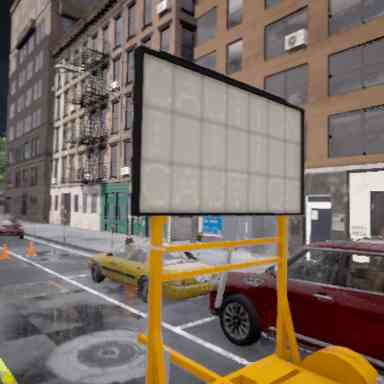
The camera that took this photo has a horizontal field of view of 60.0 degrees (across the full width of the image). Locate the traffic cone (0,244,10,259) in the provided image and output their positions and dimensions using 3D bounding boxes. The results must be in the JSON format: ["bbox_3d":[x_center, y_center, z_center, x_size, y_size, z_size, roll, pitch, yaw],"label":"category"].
[{"bbox_3d":[-7.701,2.434,13.711,0.340,0.580,0.340,3,-3,-41],"label":"traffic cone"}]

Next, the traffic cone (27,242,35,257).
[{"bbox_3d":[-6.950,2.478,14.369,0.340,0.580,0.340,3,-3,-41],"label":"traffic cone"}]

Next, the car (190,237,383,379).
[{"bbox_3d":[2.487,1.596,4.887,2.192,1.841,5.009,3,-3,-41],"label":"car"}]

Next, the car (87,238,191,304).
[{"bbox_3d":[-1.271,1.924,9.146,1.752,1.417,4.829,3,-3,-41],"label":"car"}]

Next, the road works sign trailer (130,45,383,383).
[{"bbox_3d":[0.279,0.638,3.464,2.380,3.560,2.880,3,-3,-41],"label":"road works sign trailer"}]

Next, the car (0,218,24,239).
[{"bbox_3d":[-12.079,2.322,21.457,1.802,1.307,4.206,3,-3,-41],"label":"car"}]
